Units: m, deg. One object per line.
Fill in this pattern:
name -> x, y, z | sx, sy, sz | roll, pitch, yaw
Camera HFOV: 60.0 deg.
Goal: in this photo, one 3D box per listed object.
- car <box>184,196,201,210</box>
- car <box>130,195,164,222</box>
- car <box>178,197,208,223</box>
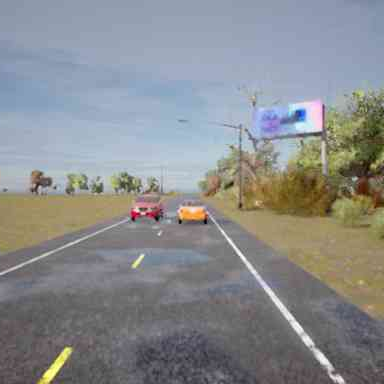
car -> 0.080, 1.374, 43.452 | 2.097, 1.767, 4.553 | 0, 0, 0
car -> -3.559, 1.238, 27.191 | 2.150, 2.045, 5.566 | 0, 0, 1
car -> 0.070, 1.365, 25.410 | 2.097, 1.767, 4.553 | 0, 0, 0
